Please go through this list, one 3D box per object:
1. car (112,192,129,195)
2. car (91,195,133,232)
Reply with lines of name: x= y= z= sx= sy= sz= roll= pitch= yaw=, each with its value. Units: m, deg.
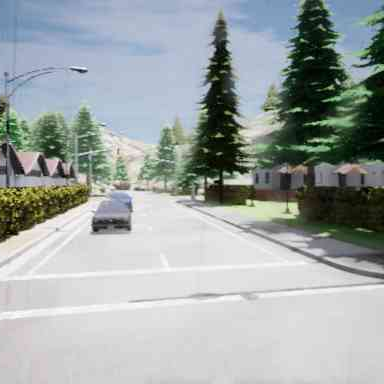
car: x=-5.991 y=0.811 z=27.738 sx=1.882 sy=1.535 sz=5.008 roll=0 pitch=2 yaw=-10
car: x=-4.147 y=1.148 z=17.627 sx=2.033 sy=1.411 sz=5.357 roll=0 pitch=2 yaw=-10
